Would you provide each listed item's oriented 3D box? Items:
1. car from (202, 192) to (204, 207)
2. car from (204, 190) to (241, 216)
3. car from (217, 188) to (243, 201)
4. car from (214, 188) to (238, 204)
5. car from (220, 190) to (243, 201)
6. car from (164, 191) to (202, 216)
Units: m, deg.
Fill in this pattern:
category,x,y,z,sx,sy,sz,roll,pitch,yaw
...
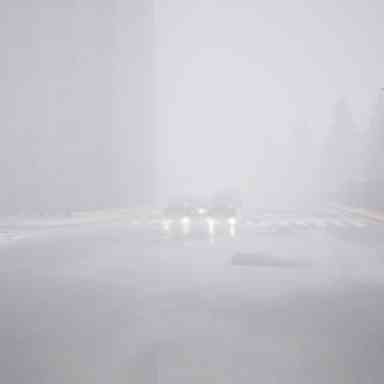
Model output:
category,x,y,z,sx,sy,sz,roll,pitch,yaw
car,0.720,1.057,36.310,1.994,1.385,4.181,-1,1,9
car,2.557,0.941,26.975,2.097,1.767,4.553,-1,1,11
car,4.297,0.662,36.378,2.150,2.045,5.566,-1,1,8
car,4.719,0.516,47.073,2.150,2.045,5.566,-1,1,-8
car,6.427,0.523,54.626,2.097,1.767,4.553,-1,1,-19
car,-0.846,0.979,27.808,2.097,1.767,4.553,-1,1,11
